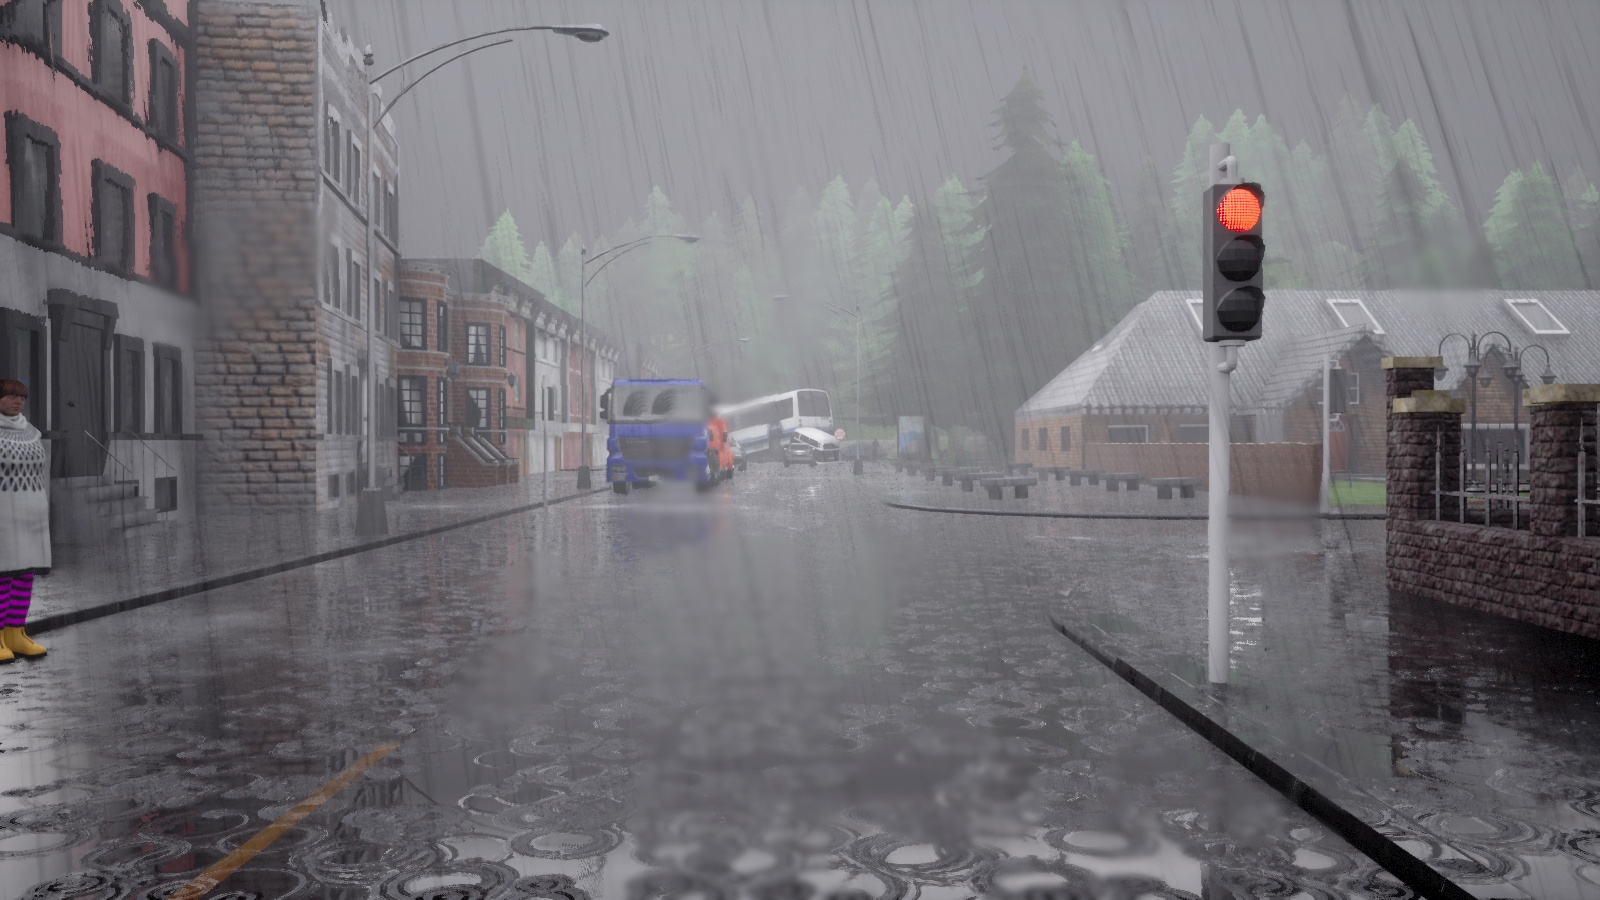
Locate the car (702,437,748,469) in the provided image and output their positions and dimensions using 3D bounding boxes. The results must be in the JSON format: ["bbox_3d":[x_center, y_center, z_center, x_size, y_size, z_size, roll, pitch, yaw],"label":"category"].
[{"bbox_3d":[-4.042,0.136,68.438,2.152,1.651,5.027,0,0,0],"label":"car"}]

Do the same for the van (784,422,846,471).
[{"bbox_3d":[0.976,-0.276,83.432,2.069,2.038,4.480,-5,17,-28],"label":"van"}]

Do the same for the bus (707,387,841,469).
[{"bbox_3d":[-2.041,-1.420,90.111,3.944,4.253,10.273,0,-8,-38],"label":"bus"}]

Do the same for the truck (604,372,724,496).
[{"bbox_3d":[-4.043,-0.457,39.026,2.891,3.462,7.936,0,0,0],"label":"truck"}]

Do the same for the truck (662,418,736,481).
[{"bbox_3d":[-4.061,-0.030,51.484,2.627,2.467,5.204,0,0,0],"label":"truck"}]

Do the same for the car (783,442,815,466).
[{"bbox_3d":[-0.034,0.264,79.399,1.970,1.475,3.806,0,0,0],"label":"car"}]

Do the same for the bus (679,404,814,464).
[{"bbox_3d":[-4.019,-1.178,97.108,10.273,4.253,3.944,0,-3,-44],"label":"bus"}]

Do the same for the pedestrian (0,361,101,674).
[{"bbox_3d":[-5.228,0.420,8.297,0.873,1.952,0.659,0,0,21],"label":"pedestrian"}]
